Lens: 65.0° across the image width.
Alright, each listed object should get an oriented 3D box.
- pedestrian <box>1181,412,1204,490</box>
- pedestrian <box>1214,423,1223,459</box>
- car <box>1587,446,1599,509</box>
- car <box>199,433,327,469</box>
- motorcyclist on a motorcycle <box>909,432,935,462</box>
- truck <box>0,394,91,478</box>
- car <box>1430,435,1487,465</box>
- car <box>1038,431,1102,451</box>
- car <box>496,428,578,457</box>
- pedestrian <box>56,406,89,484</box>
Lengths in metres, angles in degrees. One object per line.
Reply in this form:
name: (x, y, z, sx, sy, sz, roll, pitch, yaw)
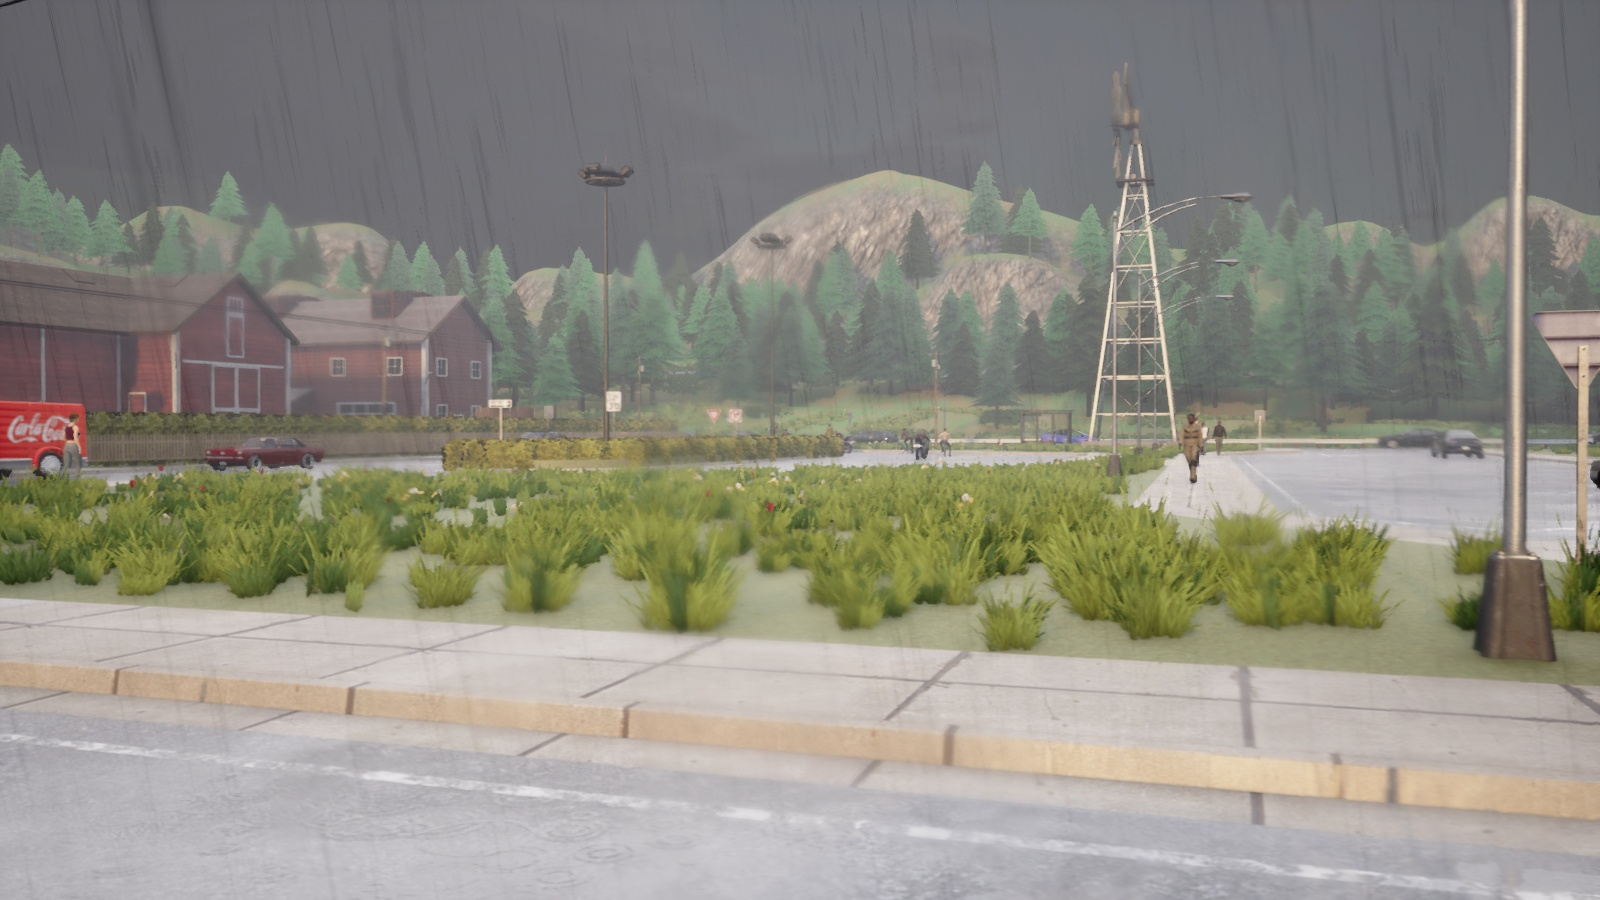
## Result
pedestrian: (9.804, 0.014, 31.354, 0.396, 1.930, 0.692, 1, 1, 28)
pedestrian: (21.291, -0.463, 63.892, 0.431, 1.840, 0.703, 1, 1, 18)
car: (17.189, 0.615, 24.601, 1.895, 1.301, 4.718, 1, 1, 18)
car: (-20.711, -0.009, 48.626, 1.895, 1.301, 4.718, 1, 1, 19)
motorcyclist on a motorcycle: (6.167, -0.165, 63.473, 0.866, 1.530, 2.191, 1, 1, 18)
truck: (-24.423, -0.427, 37.515, 2.627, 2.467, 5.204, 1, 1, 19)
car: (33.555, -0.024, 64.117, 1.812, 1.442, 4.674, 1, 1, 18)
car: (20.550, -0.705, 95.501, 4.514, 1.525, 2.007, 1, 1, 19)
car: (-14.194, -0.441, 68.083, 2.128, 1.511, 4.902, 1, 1, 18)
pedestrian: (-17.409, -0.125, 30.053, 0.345, 1.836, 0.594, 1, 1, 18)
